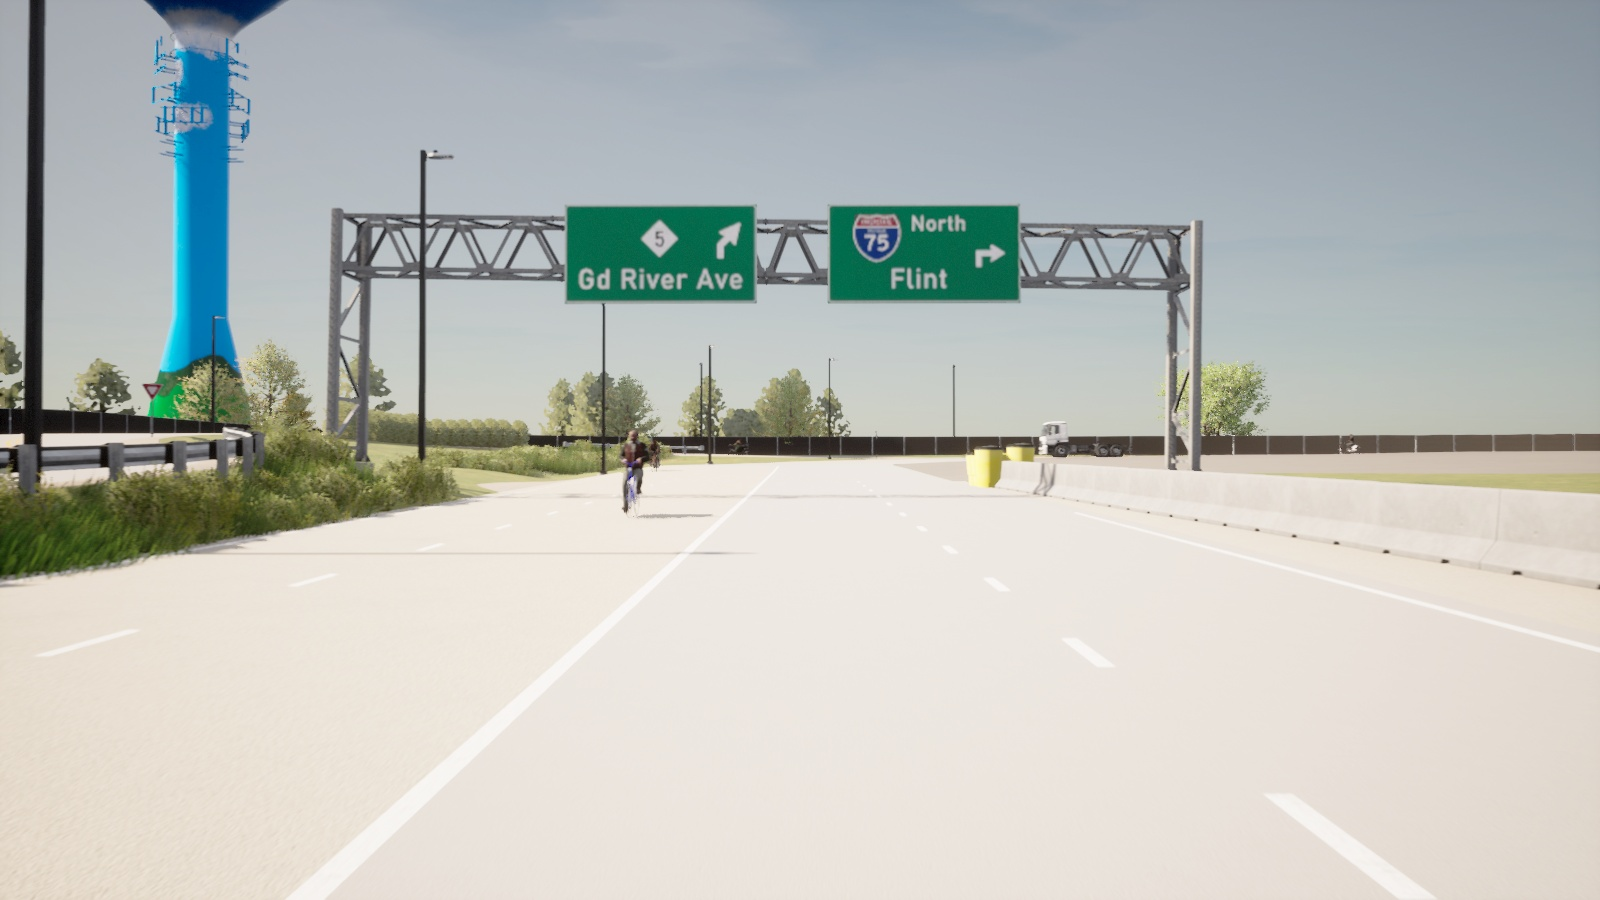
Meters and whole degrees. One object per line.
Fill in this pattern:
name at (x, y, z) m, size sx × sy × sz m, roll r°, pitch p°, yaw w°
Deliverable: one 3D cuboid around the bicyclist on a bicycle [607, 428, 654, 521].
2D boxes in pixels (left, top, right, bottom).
bicyclist on a bicycle at (-3.340, 0.464, 24.879) m, size 0.659 × 1.776 × 1.843 m, roll 0°, pitch 0°, yaw 0°
